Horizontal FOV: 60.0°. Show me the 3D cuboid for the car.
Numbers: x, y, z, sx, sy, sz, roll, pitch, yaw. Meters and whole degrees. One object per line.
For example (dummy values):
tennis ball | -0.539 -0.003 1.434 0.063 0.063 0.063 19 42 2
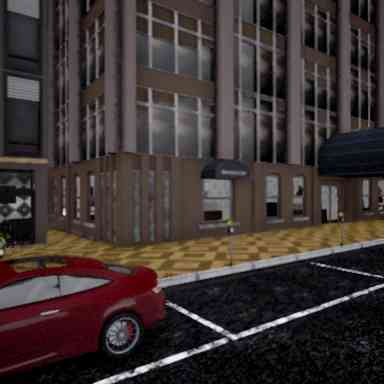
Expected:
car | -2.334 1.579 4.431 4.206 1.307 1.802 0 0 -35
